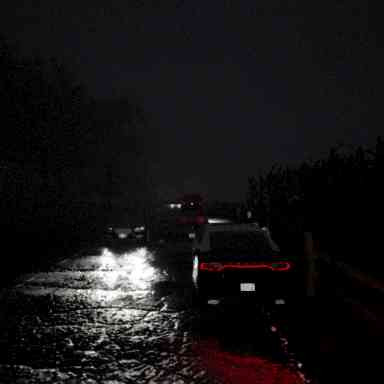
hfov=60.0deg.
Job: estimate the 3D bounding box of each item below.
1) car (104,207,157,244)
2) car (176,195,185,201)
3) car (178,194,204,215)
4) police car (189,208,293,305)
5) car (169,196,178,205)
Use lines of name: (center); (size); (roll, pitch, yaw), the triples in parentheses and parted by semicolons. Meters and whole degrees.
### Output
car: (-2.777, 1.488, 15.766); (2.128, 1.511, 4.902); (0, 0, 0)
car: (-2.881, 1.487, 83.161); (2.128, 1.511, 4.902); (0, 0, 0)
car: (0.009, 1.216, 33.878); (2.150, 2.045, 5.566); (0, 0, 0)
police car: (0.948, 1.423, 8.268); (1.930, 1.638, 5.238); (0, 0, 0)
car: (-2.843, 1.558, 58.477); (1.994, 1.385, 4.181); (0, 0, 0)
